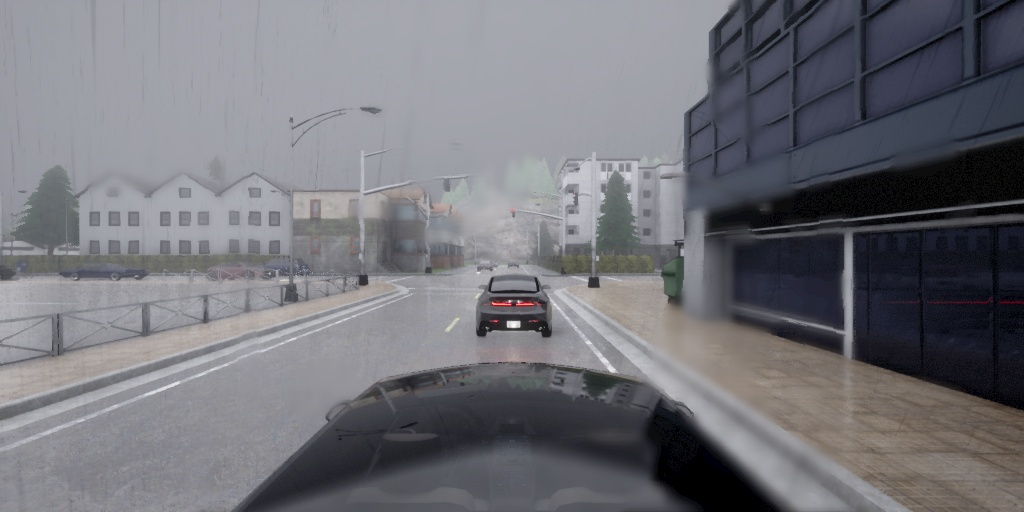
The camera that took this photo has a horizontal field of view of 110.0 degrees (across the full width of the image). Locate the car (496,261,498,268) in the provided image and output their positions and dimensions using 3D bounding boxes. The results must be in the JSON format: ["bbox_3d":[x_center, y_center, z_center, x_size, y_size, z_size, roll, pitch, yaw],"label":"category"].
[{"bbox_3d":[-3.460,1.351,61.487,1.895,1.301,4.718,0,0,0],"label":"car"}]

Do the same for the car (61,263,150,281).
[{"bbox_3d":[-29.904,1.174,26.509,4.718,1.301,1.895,0,0,0],"label":"car"}]

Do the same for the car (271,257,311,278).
[{"bbox_3d":[-19.619,0.926,30.144,4.553,1.767,2.097,0,0,0],"label":"car"}]

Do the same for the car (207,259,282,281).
[{"bbox_3d":[-19.883,1.138,26.460,4.181,1.385,1.994,0,0,0],"label":"car"}]

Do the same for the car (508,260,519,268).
[{"bbox_3d":[0.199,1.351,60.949,1.895,1.301,4.718,0,0,-1],"label":"car"}]

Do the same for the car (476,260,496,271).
[{"bbox_3d":[-3.518,1.276,47.700,1.812,1.442,4.674,0,0,0],"label":"car"}]

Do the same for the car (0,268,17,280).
[{"bbox_3d":[-40.126,1.174,26.592,4.718,1.301,1.895,0,0,1],"label":"car"}]

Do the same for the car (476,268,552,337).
[{"bbox_3d":[0.070,1.255,10.298,1.837,1.490,4.892,0,0,1],"label":"car"}]
